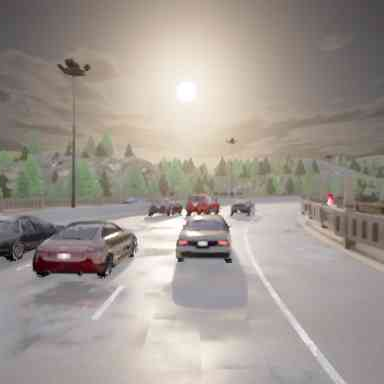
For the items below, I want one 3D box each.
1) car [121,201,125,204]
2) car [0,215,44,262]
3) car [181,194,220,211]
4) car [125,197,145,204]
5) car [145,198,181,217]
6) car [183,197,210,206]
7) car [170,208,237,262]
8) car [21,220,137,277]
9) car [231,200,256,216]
[{"bbox_3d":[-9.225,1.592,52.701,1.882,1.535,5.008,0,0,27],"label":"car"},{"bbox_3d":[-6.464,1.563,12.282,2.033,1.411,5.357,0,0,5],"label":"car"},{"bbox_3d":[1.114,1.242,31.874,2.150,2.045,5.566,0,0,18],"label":"car"},{"bbox_3d":[-7.106,1.641,49.215,2.033,1.411,5.357,0,0,26],"label":"car"},{"bbox_3d":[-2.415,1.385,32.120,2.097,1.767,4.553,0,0,17],"label":"car"},{"bbox_3d":[0.818,1.626,56.340,2.033,1.411,5.357,0,0,32],"label":"car"},{"bbox_3d":[0.541,1.557,12.235,2.033,1.411,5.357,0,0,5],"label":"car"},{"bbox_3d":[-3.059,1.575,10.317,1.994,1.385,4.181,0,0,4],"label":"car"},{"bbox_3d":[4.999,1.511,32.321,1.837,1.490,4.892,0,0,19],"label":"car"}]
